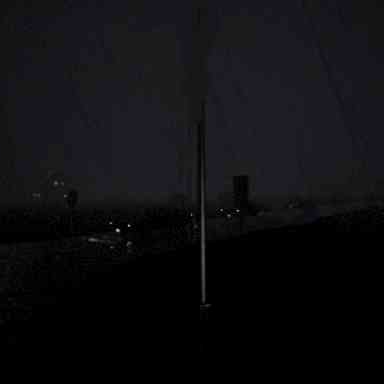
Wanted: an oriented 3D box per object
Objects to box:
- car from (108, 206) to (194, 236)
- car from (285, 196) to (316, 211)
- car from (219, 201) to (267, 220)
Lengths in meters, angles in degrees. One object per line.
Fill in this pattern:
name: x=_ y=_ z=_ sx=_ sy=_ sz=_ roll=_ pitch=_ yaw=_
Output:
car: x=-2.093 y=1.498 z=18.707 sx=2.033 sy=1.411 sz=5.357 roll=0 pitch=1 yaw=37
car: x=11.607 y=1.181 z=35.486 sx=2.128 sy=1.511 sz=4.902 roll=0 pitch=0 yaw=41
car: x=4.167 y=1.430 z=26.688 sx=1.895 sy=1.301 sz=4.718 roll=0 pitch=1 yaw=39
